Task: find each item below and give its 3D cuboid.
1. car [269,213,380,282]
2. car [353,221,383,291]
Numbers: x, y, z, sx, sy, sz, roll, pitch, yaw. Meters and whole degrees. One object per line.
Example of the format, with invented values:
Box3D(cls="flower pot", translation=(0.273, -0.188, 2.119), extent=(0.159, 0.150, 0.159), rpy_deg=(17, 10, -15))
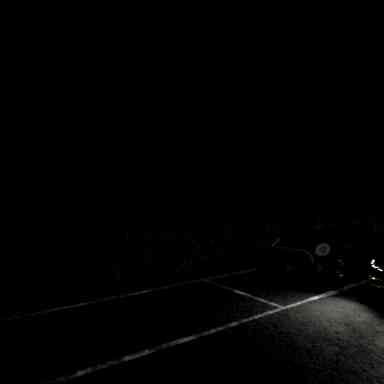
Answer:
Box3D(cls="car", translation=(4.092, 1.388, 9.569), extent=(4.097, 1.590, 1.967), rpy_deg=(0, 0, -36))
Box3D(cls="car", translation=(5.956, 1.450, 7.630), extent=(4.892, 1.490, 1.837), rpy_deg=(0, 0, -36))
